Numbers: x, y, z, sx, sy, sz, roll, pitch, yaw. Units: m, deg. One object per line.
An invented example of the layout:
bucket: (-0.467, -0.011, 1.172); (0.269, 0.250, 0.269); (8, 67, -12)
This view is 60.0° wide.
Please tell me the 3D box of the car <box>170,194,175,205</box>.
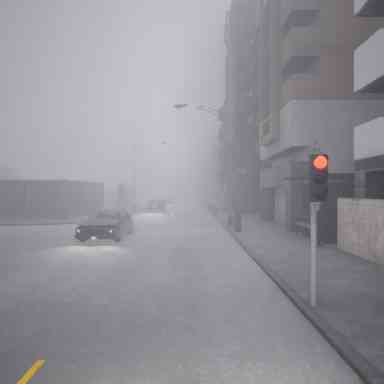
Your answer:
car: (-4.071, 1.564, 56.493); (1.994, 1.385, 4.181); (0, 0, 0)

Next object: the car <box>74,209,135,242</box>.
car: (-4.114, 1.547, 16.580); (2.033, 1.411, 5.357); (0, 0, 0)

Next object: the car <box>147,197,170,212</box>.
car: (-4.138, 1.491, 39.350); (2.128, 1.511, 4.902); (0, 0, 0)
